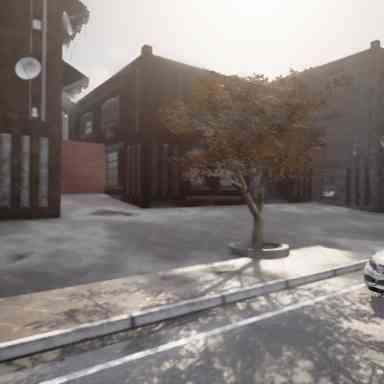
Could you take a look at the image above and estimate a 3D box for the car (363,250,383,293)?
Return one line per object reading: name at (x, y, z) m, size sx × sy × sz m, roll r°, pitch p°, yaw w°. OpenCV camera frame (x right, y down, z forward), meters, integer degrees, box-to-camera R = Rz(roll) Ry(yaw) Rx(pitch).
car at (5.715, 1.485, 7.393) m, size 4.674 × 1.442 × 1.812 m, roll 2°, pitch -1°, yaw -36°
